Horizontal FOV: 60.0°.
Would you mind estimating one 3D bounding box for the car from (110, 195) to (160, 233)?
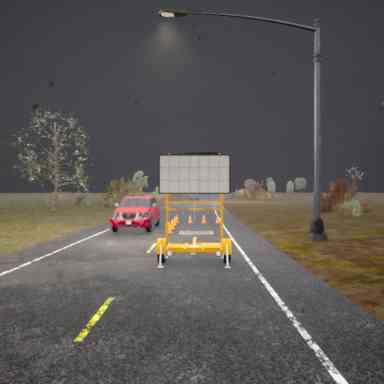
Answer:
[{"bbox_3d":[-3.198,1.220,19.849,2.150,2.045,5.566,0,0,1],"label":"car"}]

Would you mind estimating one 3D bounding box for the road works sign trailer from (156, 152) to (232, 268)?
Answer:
[{"bbox_3d":[0.085,0.464,11.258,2.380,3.560,2.880,0,0,1],"label":"road works sign trailer"}]

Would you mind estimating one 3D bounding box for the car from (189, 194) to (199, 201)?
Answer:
[{"bbox_3d":[0.503,1.200,80.626,2.150,2.045,5.566,0,0,5],"label":"car"}]
